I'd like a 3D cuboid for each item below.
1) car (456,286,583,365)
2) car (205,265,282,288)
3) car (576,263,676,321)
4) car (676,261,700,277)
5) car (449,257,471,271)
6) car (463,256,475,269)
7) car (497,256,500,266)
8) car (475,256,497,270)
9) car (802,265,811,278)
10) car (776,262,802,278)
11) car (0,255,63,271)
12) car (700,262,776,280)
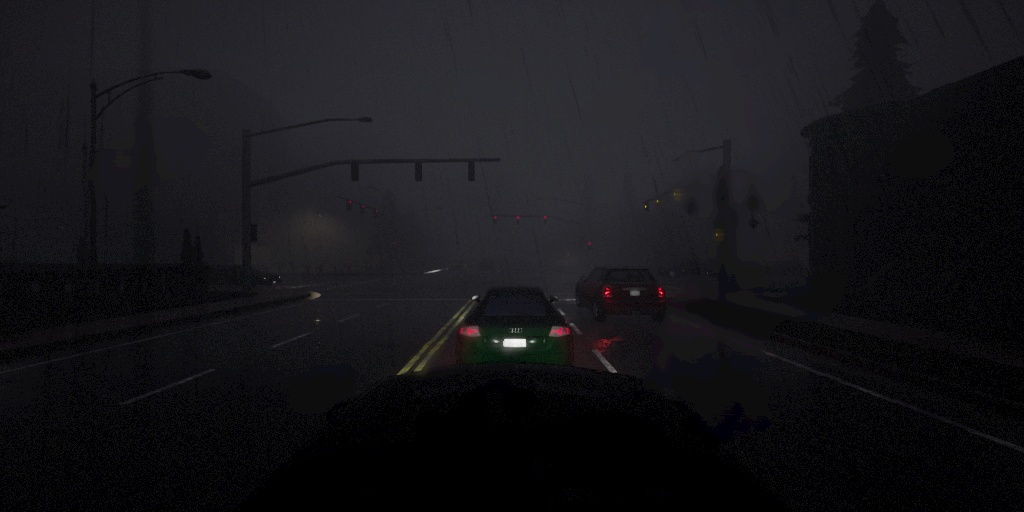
[{"bbox_3d":[0.064,1.314,7.552,1.994,1.385,4.181,0,0,0],"label":"car"},{"bbox_3d":[-18.005,1.295,23.263,5.357,1.411,2.033,0,0,2],"label":"car"},{"bbox_3d":[3.582,1.101,12.563,2.097,1.767,4.553,0,0,0],"label":"car"},{"bbox_3d":[16.196,1.225,33.624,5.008,1.535,1.882,0,0,-2],"label":"car"},{"bbox_3d":[-7.096,1.224,47.793,1.882,1.535,5.008,0,0,0],"label":"car"},{"bbox_3d":[-7.084,1.237,57.219,2.128,1.511,4.902,0,0,0],"label":"car"},{"bbox_3d":[-3.577,1.237,59.772,2.128,1.511,4.902,0,0,0],"label":"car"},{"bbox_3d":[-3.589,1.098,50.727,2.097,1.767,4.553,0,0,0],"label":"car"},{"bbox_3d":[28.467,0.969,30.601,5.566,2.045,2.150,0,0,-7],"label":"car"},{"bbox_3d":[25.528,1.273,33.890,4.674,1.442,1.812,0,0,-4],"label":"car"},{"bbox_3d":[-36.577,0.970,26.832,5.566,2.045,2.150,0,0,0],"label":"car"},{"bbox_3d":[18.957,1.253,30.185,4.892,1.490,1.837,0,0,-1],"label":"car"}]
